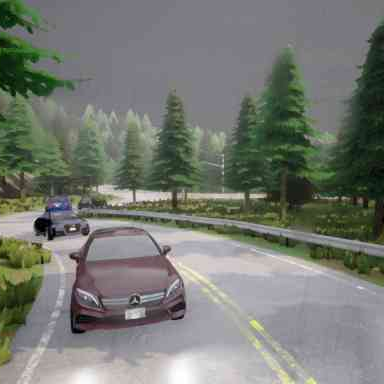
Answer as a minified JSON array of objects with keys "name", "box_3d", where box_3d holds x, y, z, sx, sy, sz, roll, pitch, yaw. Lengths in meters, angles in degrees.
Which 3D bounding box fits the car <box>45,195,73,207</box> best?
[{"name":"car","box_3d":[-12.853,1.326,32.229,2.150,2.045,5.566,-1,0,-18]}]

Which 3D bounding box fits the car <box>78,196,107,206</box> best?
[{"name":"car","box_3d":[-12.707,1.289,42.818,2.097,1.767,4.553,2,2,13]}]

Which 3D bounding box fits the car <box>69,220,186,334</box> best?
[{"name":"car","box_3d":[-1.519,1.523,7.077,1.812,1.442,4.674,-2,0,-17]}]

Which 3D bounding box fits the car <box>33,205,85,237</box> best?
[{"name":"car","box_3d":[-7.053,1.664,17.793,1.994,1.385,4.181,-4,2,-38]}]
